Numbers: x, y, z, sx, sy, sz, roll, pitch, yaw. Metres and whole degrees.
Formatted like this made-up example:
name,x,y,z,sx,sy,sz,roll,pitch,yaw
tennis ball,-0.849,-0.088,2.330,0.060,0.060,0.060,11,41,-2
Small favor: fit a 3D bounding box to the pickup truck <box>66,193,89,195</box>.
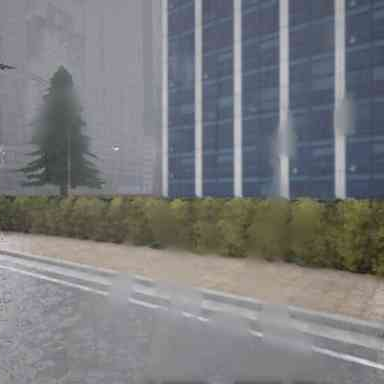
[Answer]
name,x,y,z,sx,sy,sz,roll,pitch,yaw
pickup truck,-22.482,1.181,66.726,6.274,2.098,2.390,0,0,-24
